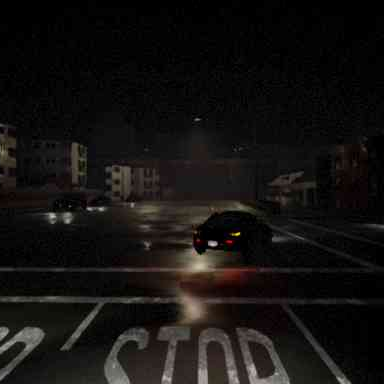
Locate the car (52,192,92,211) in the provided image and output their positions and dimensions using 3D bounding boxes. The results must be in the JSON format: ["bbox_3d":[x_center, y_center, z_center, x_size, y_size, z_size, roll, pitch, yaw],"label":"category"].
[{"bbox_3d":[-13.488,1.032,37.180,2.150,2.045,5.566,0,0,3],"label":"car"}]

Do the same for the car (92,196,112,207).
[{"bbox_3d":[-12.924,1.271,47.256,1.882,1.535,5.008,0,0,4],"label":"car"}]

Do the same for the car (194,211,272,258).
[{"bbox_3d":[1.605,1.414,12.379,1.812,1.442,4.674,-1,0,25],"label":"car"}]

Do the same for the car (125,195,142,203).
[{"bbox_3d":[-10.994,1.271,62.976,1.837,1.490,4.892,0,0,15],"label":"car"}]
